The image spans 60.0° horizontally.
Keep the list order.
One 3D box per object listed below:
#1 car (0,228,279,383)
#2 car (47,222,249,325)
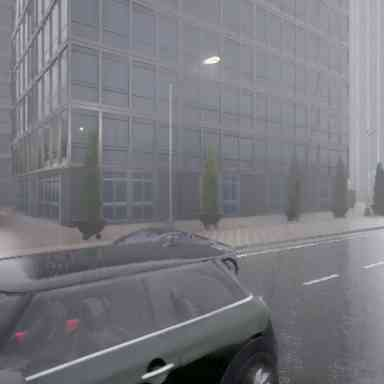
[{"bbox_3d":[-1.297,1.352,2.800,4.553,1.767,2.097,0,0,-40],"label":"car"},{"bbox_3d":[-0.881,1.564,7.703,4.181,1.385,1.994,0,0,-37],"label":"car"}]
